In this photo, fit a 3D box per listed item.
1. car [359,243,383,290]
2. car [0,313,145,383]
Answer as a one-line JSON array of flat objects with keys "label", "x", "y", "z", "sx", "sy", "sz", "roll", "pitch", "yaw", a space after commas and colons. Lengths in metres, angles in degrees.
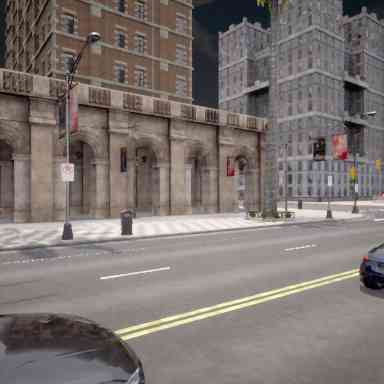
[{"label": "car", "x": 5.843, "y": 1.564, "z": 7.911, "sx": 4.181, "sy": 1.385, "sz": 1.994, "roll": 0, "pitch": 0, "yaw": -36}, {"label": "car", "x": -2.607, "y": 1.492, "z": 1.890, "sx": 4.902, "sy": 1.511, "sz": 2.128, "roll": 0, "pitch": 0, "yaw": -35}]
